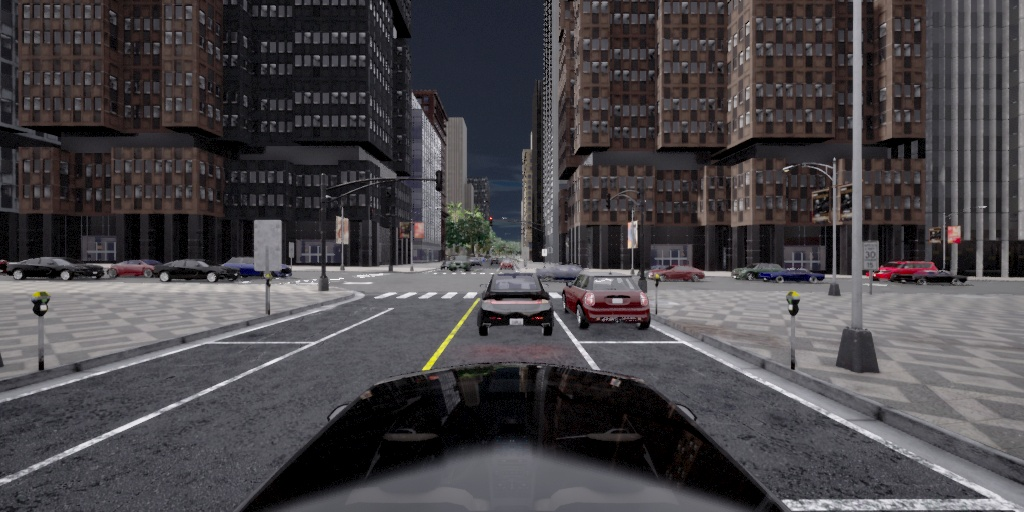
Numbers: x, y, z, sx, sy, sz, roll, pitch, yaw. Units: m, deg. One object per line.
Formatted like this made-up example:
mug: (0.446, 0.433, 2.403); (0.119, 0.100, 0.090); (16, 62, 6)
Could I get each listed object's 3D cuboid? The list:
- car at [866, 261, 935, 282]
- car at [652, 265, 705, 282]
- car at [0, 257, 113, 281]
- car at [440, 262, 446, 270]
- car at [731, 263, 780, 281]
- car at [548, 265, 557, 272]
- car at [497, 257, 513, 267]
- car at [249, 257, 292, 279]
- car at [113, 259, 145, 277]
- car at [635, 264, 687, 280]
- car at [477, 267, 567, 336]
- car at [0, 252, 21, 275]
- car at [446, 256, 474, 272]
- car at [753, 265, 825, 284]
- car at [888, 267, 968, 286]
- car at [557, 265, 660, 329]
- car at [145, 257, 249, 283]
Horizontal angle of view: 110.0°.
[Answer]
car: (37.876, 1.542, 34.829); (5.566, 2.045, 2.150); (1, 0, -1)
car: (14.351, 1.507, 31.379); (4.674, 1.442, 1.812); (1, 0, -1)
car: (-30.741, 0.827, 24.281); (5.008, 1.535, 1.882); (1, 0, 0)
car: (-9.287, 1.323, 52.549); (1.948, 1.339, 4.313); (0, 0, -1)
car: (23.810, 1.466, 34.713); (4.553, 1.767, 2.097); (1, 0, 0)
car: (4.474, 1.390, 28.417); (5.357, 1.411, 2.033); (1, 0, 17)
car: (-0.762, 1.197, 52.628); (1.967, 1.591, 4.097); (0, 0, -1)
car: (-19.564, 0.855, 27.628); (4.553, 1.767, 2.097); (1, 0, 0)
car: (-28.208, 0.945, 27.547); (4.181, 1.385, 1.994); (1, 0, -1)
car: (14.340, 1.541, 34.632); (4.181, 1.385, 1.994); (1, 0, -1)
car: (0.076, 1.241, 10.361); (2.128, 1.511, 4.902); (0, 0, -1)
car: (-41.284, 0.544, 27.449); (4.553, 1.767, 2.097); (1, 0, 1)
car: (-6.534, 0.964, 45.564); (2.150, 2.045, 5.566); (0, 0, -1)
car: (24.388, 1.727, 31.471); (4.718, 1.301, 1.895); (1, 0, 0)
car: (36.672, 1.907, 31.565); (4.718, 1.301, 1.895); (1, 0, 0)
car: (2.734, 1.189, 11.247); (1.967, 1.591, 4.097); (0, 0, 0)
car: (-21.274, 0.960, 24.363); (5.008, 1.535, 1.882); (1, 0, -1)
